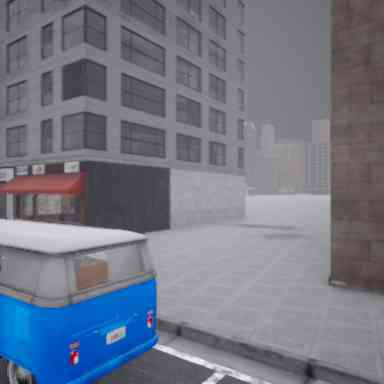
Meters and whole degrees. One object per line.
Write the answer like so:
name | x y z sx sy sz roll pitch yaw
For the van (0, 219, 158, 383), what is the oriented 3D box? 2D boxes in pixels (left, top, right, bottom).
van | -2.346 1.345 4.750 3.998 1.788 1.690 0 0 35
